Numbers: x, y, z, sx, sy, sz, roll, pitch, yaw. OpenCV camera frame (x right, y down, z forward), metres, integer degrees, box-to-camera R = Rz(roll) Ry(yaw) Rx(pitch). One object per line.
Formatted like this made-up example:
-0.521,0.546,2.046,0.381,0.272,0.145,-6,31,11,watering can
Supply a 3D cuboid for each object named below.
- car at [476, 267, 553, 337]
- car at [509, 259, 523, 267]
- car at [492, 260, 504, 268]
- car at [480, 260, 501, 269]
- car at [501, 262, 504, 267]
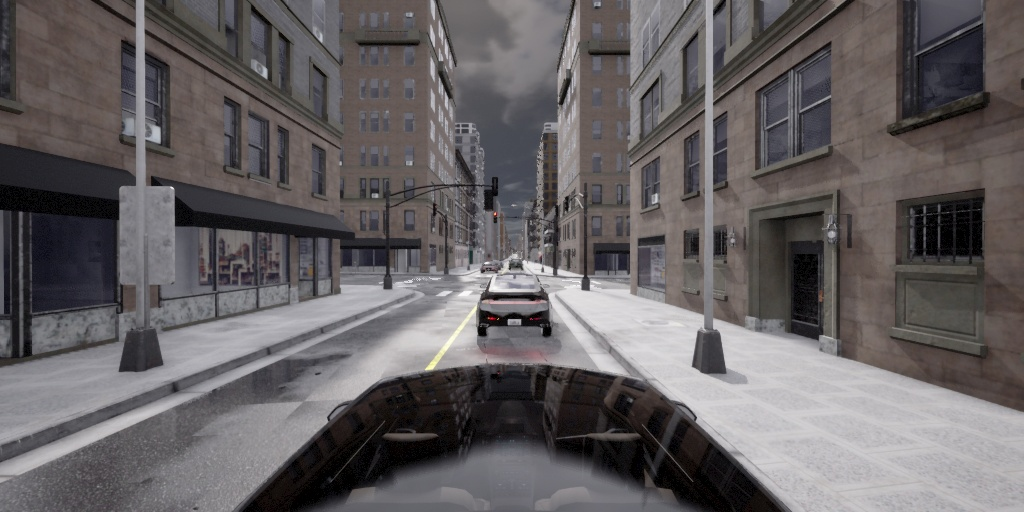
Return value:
0.075,1.243,10.311,2.128,1.511,4.902,0,0,1,car
0.602,1.185,56.343,2.097,1.767,4.553,0,0,1,car
-2.491,1.451,64.036,1.895,1.301,4.718,0,0,1,car
-2.713,1.372,43.967,1.994,1.385,4.181,0,0,1,car
-2.617,1.334,53.919,1.837,1.490,4.892,0,0,0,car
